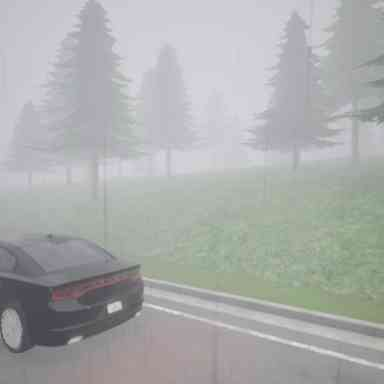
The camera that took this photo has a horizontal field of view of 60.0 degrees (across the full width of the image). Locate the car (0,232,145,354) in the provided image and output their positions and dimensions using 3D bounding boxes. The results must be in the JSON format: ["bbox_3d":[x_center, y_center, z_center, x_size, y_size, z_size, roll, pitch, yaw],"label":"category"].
[{"bbox_3d":[-3.122,1.496,6.215,5.008,1.535,1.882,0,0,36],"label":"car"}]
